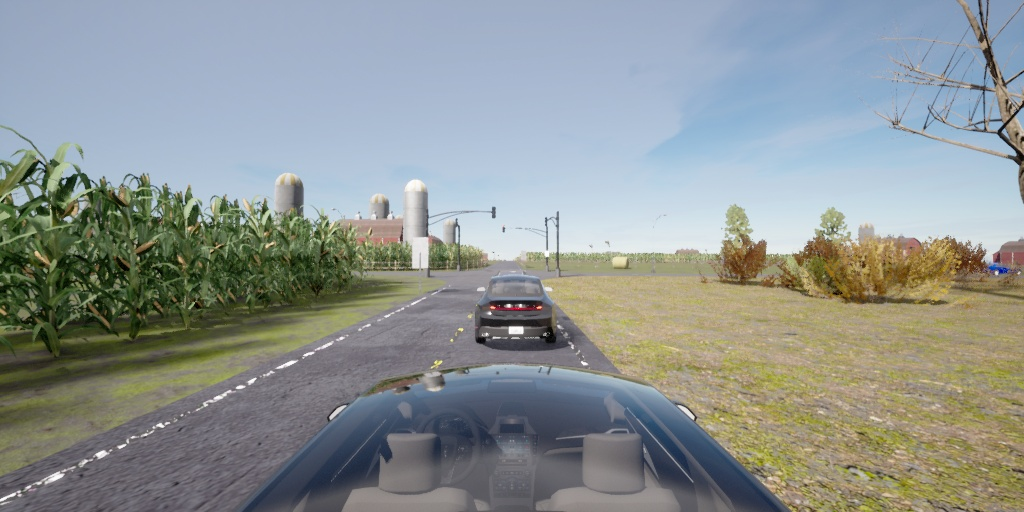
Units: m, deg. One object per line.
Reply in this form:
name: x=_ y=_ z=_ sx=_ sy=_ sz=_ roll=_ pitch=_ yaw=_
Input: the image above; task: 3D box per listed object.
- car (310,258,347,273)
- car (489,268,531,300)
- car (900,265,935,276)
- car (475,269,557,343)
car: x=-19.828 y=0.929 z=37.659 sx=4.553 sy=1.767 sz=2.097 roll=0 pitch=-1 yaw=-3
car: x=0.032 y=1.360 z=18.823 sx=1.895 sy=1.301 sz=4.718 roll=0 pitch=0 yaw=4
car: x=48.559 y=1.766 z=42.536 sx=4.181 sy=1.385 sz=1.994 roll=1 pitch=-1 yaw=-5
car: x=0.080 y=1.258 z=9.672 sx=1.837 sy=1.490 sz=4.892 roll=0 pitch=0 yaw=0
